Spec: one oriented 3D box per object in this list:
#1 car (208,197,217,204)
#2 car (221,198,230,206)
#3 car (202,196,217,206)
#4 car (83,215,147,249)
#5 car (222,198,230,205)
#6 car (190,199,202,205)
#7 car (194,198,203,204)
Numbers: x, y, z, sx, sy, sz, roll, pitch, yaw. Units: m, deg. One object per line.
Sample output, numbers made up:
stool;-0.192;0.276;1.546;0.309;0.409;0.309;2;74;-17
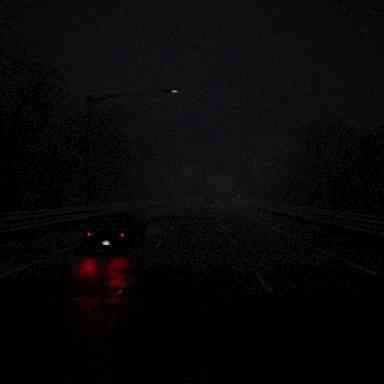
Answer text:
car;5.235;2.237;85.865;2.097;1.767;4.553;1;-1;7
car;7.638;2.370;75.719;2.128;1.511;4.902;1;-1;6
car;4.077;2.025;75.255;2.150;2.045;5.566;1;-1;6
car;-3.270;1.712;15.137;1.895;1.301;4.718;1;-1;1
car;8.762;2.439;85.909;1.837;1.490;4.892;1;-1;7
car;0.621;2.324;75.901;1.994;1.385;4.181;1;-1;6
car;1.711;2.379;85.876;1.994;1.385;4.181;1;-1;7
